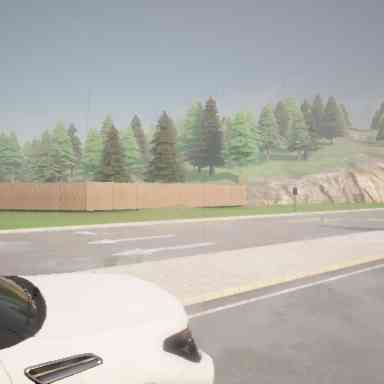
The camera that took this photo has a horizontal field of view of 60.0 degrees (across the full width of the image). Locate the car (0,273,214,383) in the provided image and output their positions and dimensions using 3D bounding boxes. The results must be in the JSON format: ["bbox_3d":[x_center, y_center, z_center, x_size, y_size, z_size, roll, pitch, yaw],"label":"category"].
[{"bbox_3d":[-2.473,1.222,1.991,5.566,2.045,2.150,0,0,-35],"label":"car"}]
